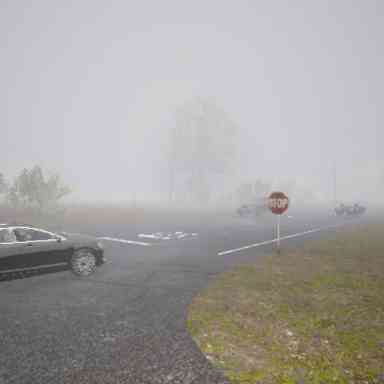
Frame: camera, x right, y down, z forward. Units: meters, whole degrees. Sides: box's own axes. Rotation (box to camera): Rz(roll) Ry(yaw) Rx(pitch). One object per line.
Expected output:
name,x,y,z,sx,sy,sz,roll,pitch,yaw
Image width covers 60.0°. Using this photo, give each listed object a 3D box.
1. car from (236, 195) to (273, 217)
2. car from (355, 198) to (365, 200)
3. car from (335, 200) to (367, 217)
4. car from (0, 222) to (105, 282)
car,6.581,1.366,33.082,2.150,2.045,5.566,0,0,39
car,33.084,1.817,65.723,1.895,1.301,4.718,0,0,39
car,16.182,1.744,33.783,1.895,1.301,4.718,0,0,39
car,-4.511,1.500,8.321,2.128,1.511,4.902,0,0,39
